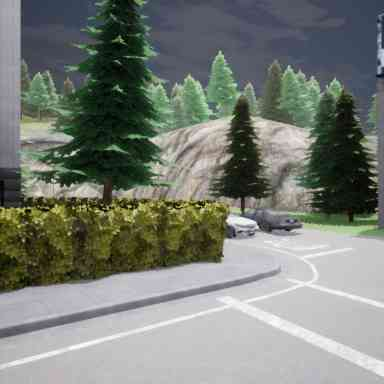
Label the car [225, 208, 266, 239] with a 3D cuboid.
[{"bbox_3d":[1.607,1.702,18.967,1.812,1.442,4.674,0,0,-41],"label":"car"}]

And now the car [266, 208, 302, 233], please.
[{"bbox_3d":[4.481,1.724,21.141,2.033,1.411,5.357,0,0,-28],"label":"car"}]
